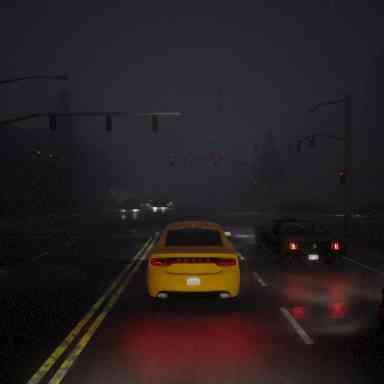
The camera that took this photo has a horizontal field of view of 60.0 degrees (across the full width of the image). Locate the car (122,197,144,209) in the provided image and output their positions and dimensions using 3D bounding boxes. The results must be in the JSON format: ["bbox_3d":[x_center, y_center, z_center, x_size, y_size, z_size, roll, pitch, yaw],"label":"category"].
[{"bbox_3d":[-8.231,1.501,45.528,1.837,1.490,4.892,0,1,0],"label":"car"}]

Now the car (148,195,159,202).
[{"bbox_3d":[-8.959,1.523,77.722,2.033,1.411,5.357,0,0,-2],"label":"car"}]

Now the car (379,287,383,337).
[{"bbox_3d":[3.596,1.478,2.732,1.882,1.535,5.008,0,0,0],"label":"car"}]

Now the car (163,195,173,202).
[{"bbox_3d":[-5.409,1.518,75.878,2.128,1.511,4.902,0,0,-2],"label":"car"}]

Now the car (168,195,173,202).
[{"bbox_3d":[-5.091,1.351,61.449,2.097,1.767,4.553,0,0,-1],"label":"car"}]

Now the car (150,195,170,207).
[{"bbox_3d":[-4.821,1.564,50.432,1.994,1.385,4.181,0,0,-1],"label":"car"}]

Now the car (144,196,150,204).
[{"bbox_3d":[-8.618,1.547,63.031,2.033,1.411,5.357,0,0,-1],"label":"car"}]

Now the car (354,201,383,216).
[{"bbox_3d":[18.011,1.563,32.232,4.181,1.385,1.994,0,0,-2],"label":"car"}]

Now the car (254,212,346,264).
[{"bbox_3d":[3.497,1.601,11.849,1.895,1.301,4.718,0,0,-1],"label":"car"}]

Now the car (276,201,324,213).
[{"bbox_3d":[11.484,1.601,35.751,4.718,1.301,1.895,0,0,2],"label":"car"}]

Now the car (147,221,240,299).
[{"bbox_3d":[0.030,1.478,8.523,1.882,1.535,5.008,0,0,0],"label":"car"}]
